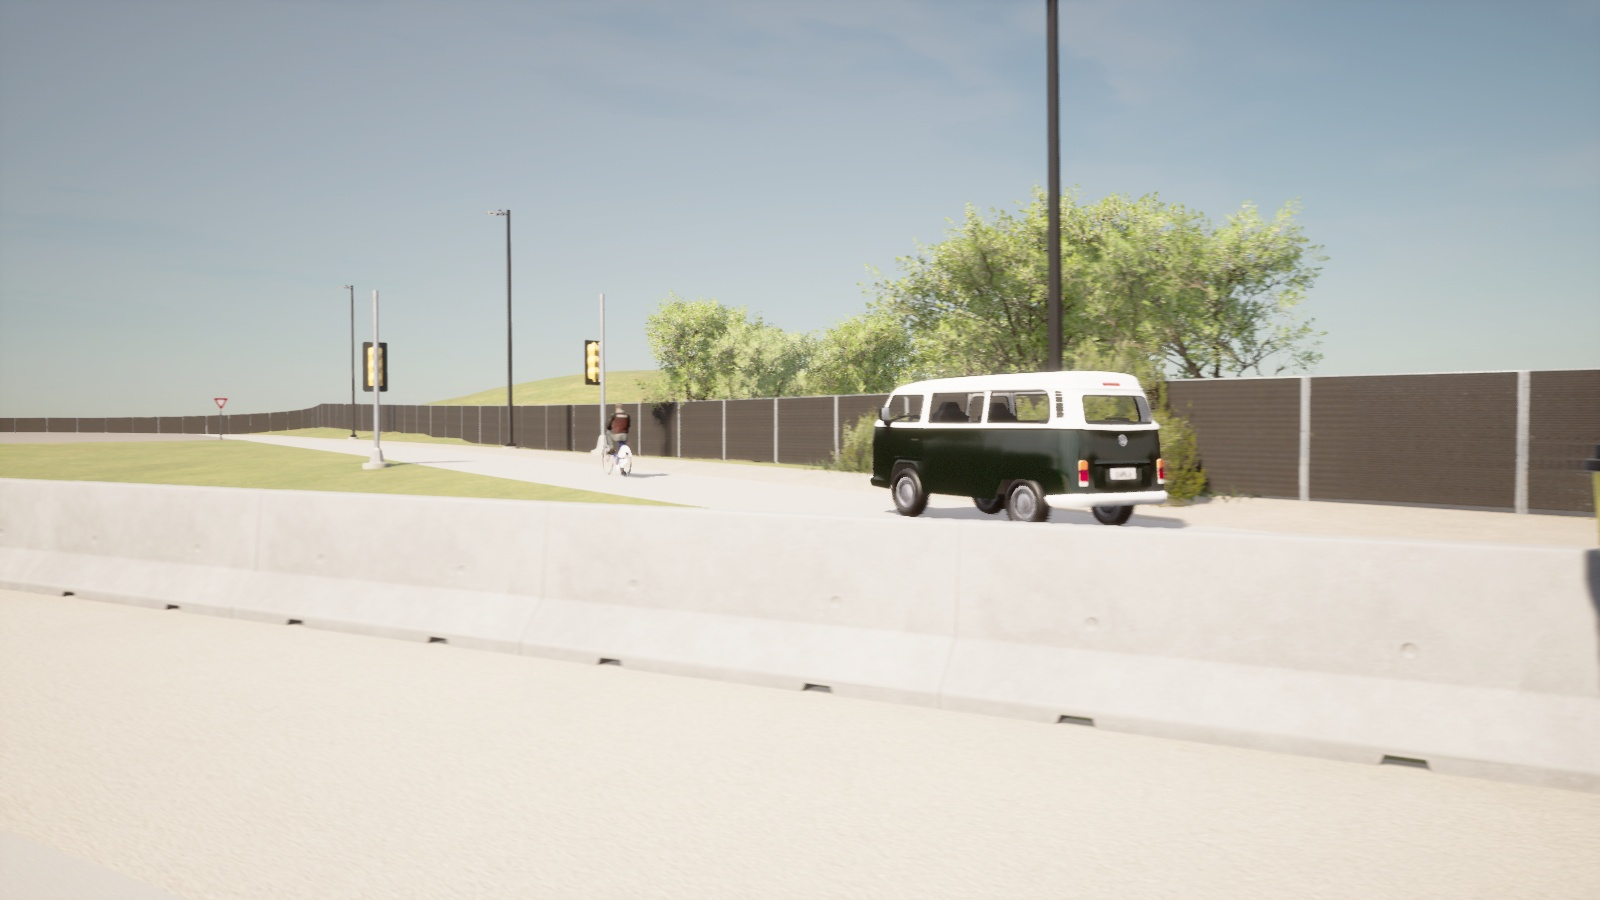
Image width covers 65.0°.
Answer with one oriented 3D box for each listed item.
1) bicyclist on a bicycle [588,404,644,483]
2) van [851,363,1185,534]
[{"bbox_3d":[-4.336,-0.173,29.564,0.659,1.776,1.843,-2,2,-30],"label":"bicyclist on a bicycle"},{"bbox_3d":[2.832,-0.080,17.330,2.069,2.038,4.480,-2,2,-32],"label":"van"}]
